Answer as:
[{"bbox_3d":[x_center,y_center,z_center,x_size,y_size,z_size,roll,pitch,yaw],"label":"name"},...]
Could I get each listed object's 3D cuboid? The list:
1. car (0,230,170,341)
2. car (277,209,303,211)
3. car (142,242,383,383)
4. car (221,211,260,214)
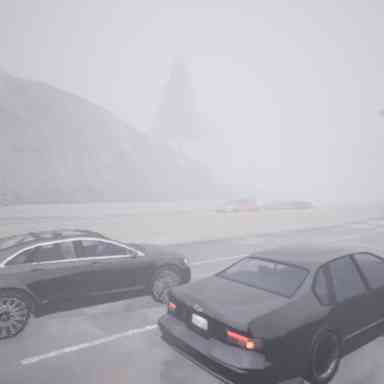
[{"bbox_3d":[-2.227,1.506,6.576,4.902,1.511,2.128,0,0,-36],"label":"car"},{"bbox_3d":[9.281,1.545,29.956,4.892,1.490,1.837,0,0,-43],"label":"car"},{"bbox_3d":[2.092,1.555,5.384,5.357,1.411,2.033,0,0,-37],"label":"car"},{"bbox_3d":[4.139,1.397,30.015,4.553,1.767,2.097,0,0,-42],"label":"car"}]
